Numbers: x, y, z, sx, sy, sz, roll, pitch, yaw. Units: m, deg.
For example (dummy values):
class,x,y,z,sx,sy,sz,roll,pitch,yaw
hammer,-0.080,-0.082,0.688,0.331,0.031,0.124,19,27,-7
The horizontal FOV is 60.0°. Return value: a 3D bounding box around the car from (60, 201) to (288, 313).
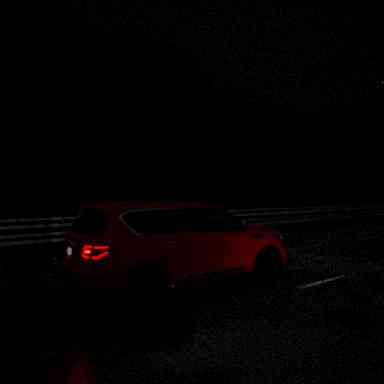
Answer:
class,x,y,z,sx,sy,sz,roll,pitch,yaw
car,-0.158,1.226,7.918,5.566,2.045,2.150,0,0,-35
